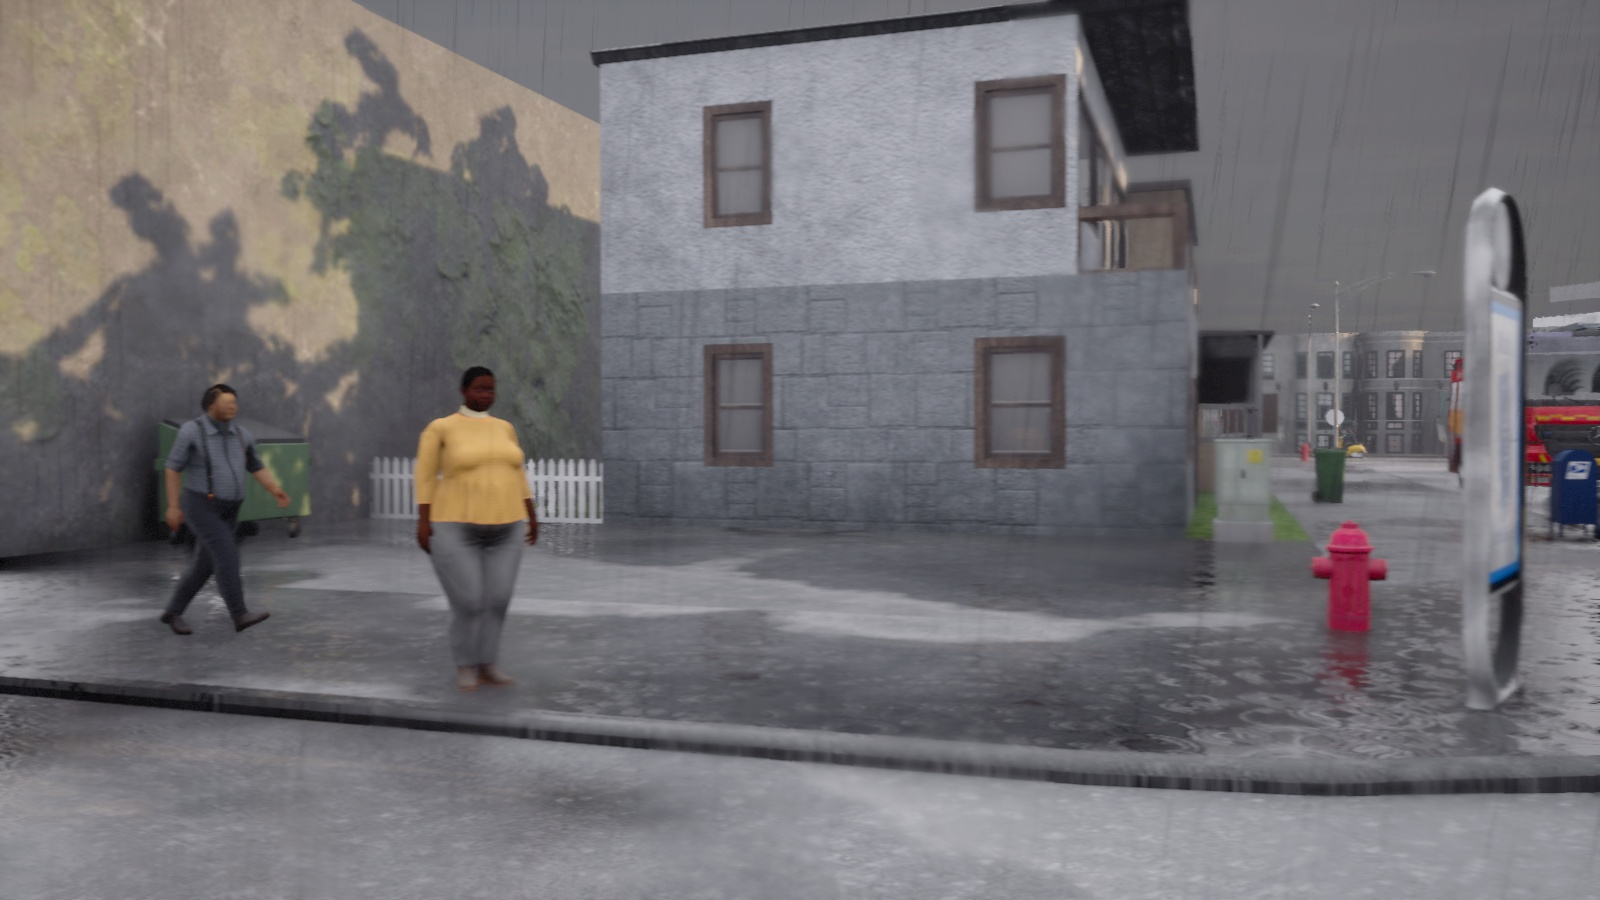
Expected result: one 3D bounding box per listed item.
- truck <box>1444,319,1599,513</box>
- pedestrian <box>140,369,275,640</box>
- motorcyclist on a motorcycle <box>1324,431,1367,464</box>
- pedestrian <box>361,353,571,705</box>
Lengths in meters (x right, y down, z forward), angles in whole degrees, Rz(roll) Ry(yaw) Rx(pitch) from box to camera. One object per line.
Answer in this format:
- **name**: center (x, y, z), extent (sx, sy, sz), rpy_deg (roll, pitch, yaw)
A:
- **truck**: center (17.141, -0.728, 28.836), extent (2.891, 3.827, 8.468), rpy_deg (1, 1, 18)
- **pedestrian**: center (-4.206, 0.367, 8.931), extent (0.694, 1.848, 0.540), rpy_deg (1, 1, 23)
- **motorcyclist on a motorcycle**: center (27.346, -0.121, 63.004), extent (1.817, 1.590, 0.866), rpy_deg (1, 3, 40)
- **pedestrian**: center (-1.929, 0.406, 7.234), extent (0.874, 1.855, 0.900), rpy_deg (0, 1, -39)
